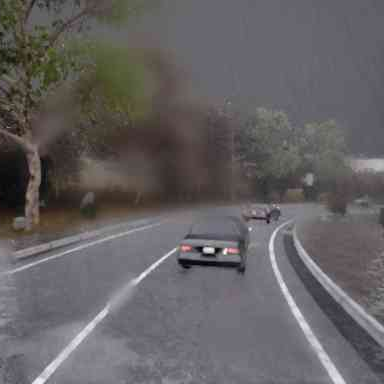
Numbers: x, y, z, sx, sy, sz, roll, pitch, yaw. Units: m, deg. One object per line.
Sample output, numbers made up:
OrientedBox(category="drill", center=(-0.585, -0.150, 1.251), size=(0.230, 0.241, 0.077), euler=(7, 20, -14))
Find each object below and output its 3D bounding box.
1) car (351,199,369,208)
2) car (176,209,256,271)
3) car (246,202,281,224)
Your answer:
OrientedBox(category="car", center=(28.352, 1.950, 56.507), size=(4.674, 1.442, 1.812), euler=(2, 3, -40))
OrientedBox(category="car", center=(0.899, 1.486, 10.756), size=(2.033, 1.411, 5.357), euler=(1, 0, 11))
OrientedBox(category="car", center=(5.270, 1.472, 24.698), size=(2.033, 1.411, 5.357), euler=(3, 1, 25))
